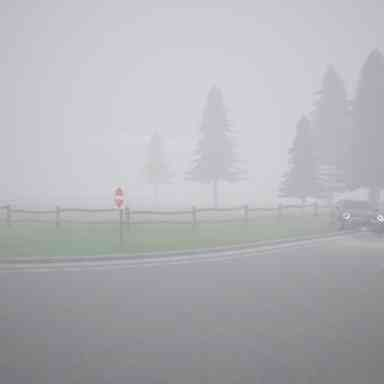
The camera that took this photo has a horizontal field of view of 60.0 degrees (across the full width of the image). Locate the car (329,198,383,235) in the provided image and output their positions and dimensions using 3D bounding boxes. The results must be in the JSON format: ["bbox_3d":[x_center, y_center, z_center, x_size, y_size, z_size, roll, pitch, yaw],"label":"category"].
[{"bbox_3d":[9.161,1.214,18.718,2.097,1.767,4.553,3,2,14],"label":"car"}]
